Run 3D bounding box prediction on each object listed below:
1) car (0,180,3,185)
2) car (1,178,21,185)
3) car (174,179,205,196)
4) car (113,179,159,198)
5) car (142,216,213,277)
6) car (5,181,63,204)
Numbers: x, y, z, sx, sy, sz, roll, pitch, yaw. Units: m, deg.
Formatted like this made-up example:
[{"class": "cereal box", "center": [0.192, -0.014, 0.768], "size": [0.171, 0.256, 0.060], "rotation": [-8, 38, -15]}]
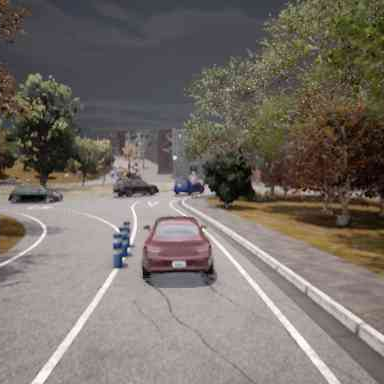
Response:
[{"class": "car", "center": [-36.253, -1.530, 57.497], "size": [2.033, 1.411, 5.357], "rotation": [1, 4, 17]}, {"class": "car", "center": [-36.014, -2.020, 65.405], "size": [1.895, 1.301, 4.718], "rotation": [3, 4, 35]}, {"class": "car", "center": [-0.260, -0.709, 42.526], "size": [2.150, 2.045, 5.566], "rotation": [2, 4, 27]}, {"class": "car", "center": [-6.587, -0.495, 39.301], "size": [5.566, 2.045, 2.150], "rotation": [-2, 4, -43]}, {"class": "car", "center": [-0.482, 1.441, 9.960], "size": [1.812, 1.442, 4.674], "rotation": [0, 2, -4]}, {"class": "car", "center": [-14.927, 0.145, 32.059], "size": [4.553, 1.767, 2.097], "rotation": [0, 4, -8]}]
